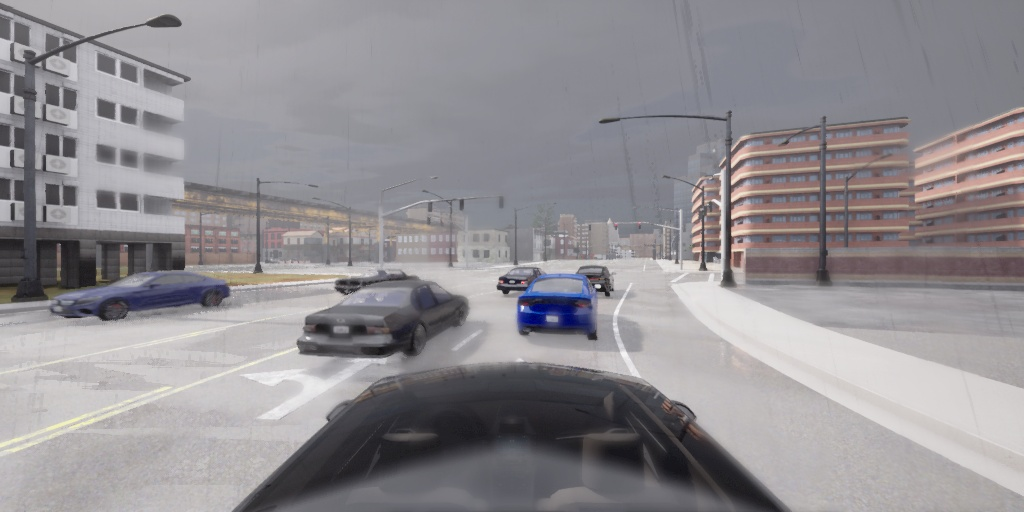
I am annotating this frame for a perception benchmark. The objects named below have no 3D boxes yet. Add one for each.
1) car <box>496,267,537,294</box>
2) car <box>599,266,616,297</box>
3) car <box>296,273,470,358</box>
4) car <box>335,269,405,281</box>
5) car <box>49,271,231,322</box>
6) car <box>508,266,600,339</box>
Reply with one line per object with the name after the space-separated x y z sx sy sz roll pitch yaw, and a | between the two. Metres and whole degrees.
0.875 1.297 19.709 2.033 1.411 5.357 0 0 20 | car
4.392 1.255 19.157 1.837 1.490 4.892 0 0 19 | car
-2.521 1.298 8.565 2.033 1.411 5.357 0 0 9 | car
-7.012 1.351 19.048 1.895 1.301 4.718 0 0 20 | car
-12.564 1.276 12.609 1.812 1.442 4.674 0 0 14 | car
1.473 1.228 10.232 1.882 1.535 5.008 0 0 14 | car
